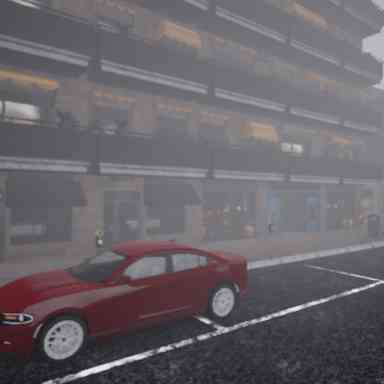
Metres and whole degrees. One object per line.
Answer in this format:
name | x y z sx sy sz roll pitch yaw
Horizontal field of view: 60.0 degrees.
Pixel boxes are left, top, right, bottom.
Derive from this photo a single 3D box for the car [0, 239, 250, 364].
car | -0.966 1.571 5.870 4.507 1.381 1.887 1 0 -36
